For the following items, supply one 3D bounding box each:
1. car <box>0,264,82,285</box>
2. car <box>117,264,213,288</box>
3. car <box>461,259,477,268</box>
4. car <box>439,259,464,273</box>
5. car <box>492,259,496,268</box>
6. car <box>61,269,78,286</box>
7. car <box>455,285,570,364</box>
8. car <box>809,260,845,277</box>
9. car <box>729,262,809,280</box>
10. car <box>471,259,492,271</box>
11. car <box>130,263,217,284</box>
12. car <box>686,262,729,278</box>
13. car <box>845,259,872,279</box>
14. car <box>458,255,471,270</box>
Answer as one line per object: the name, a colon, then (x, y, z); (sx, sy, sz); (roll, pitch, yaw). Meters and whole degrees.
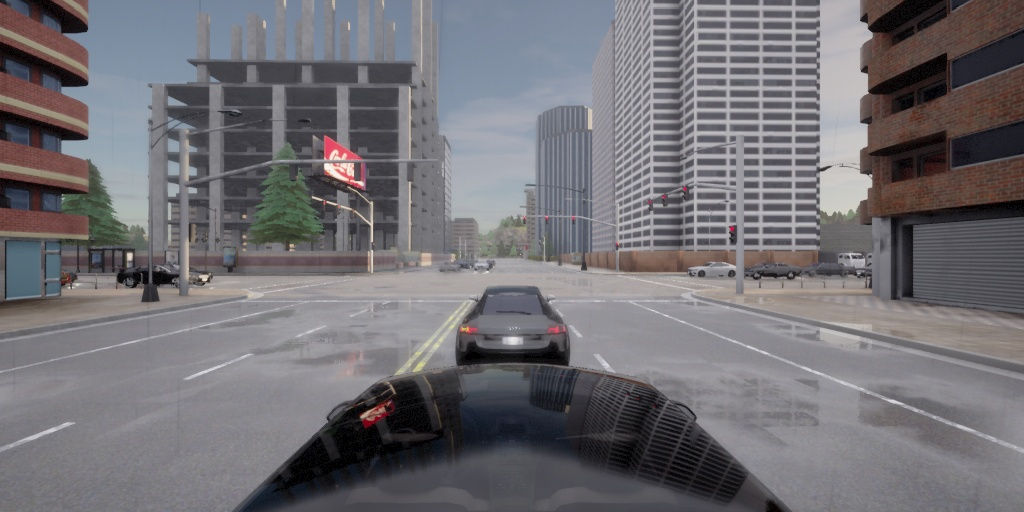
car: (-34.594, 1.314, 26.109); (4.181, 1.385, 1.994); (0, 0, -1)
car: (-22.011, 1.241, 22.787); (4.902, 1.511, 2.128); (0, 0, -1)
car: (-7.643, 1.241, 64.128); (2.128, 1.511, 4.902); (0, 0, 0)
car: (-7.629, 1.351, 44.083); (1.895, 1.301, 4.718); (0, 0, 3)
car: (-4.113, 1.351, 58.983); (1.895, 1.301, 4.718); (0, 0, -1)
car: (-31.113, 1.102, 22.657); (4.553, 1.767, 2.097); (0, 0, -1)
car: (0.011, 1.314, 7.691); (1.994, 1.385, 4.181); (0, 0, 0)
car: (29.671, 1.297, 34.247); (5.357, 1.411, 2.033); (0, 0, -1)
car: (21.853, 1.241, 30.638); (4.902, 1.511, 2.128); (0, 0, -1)
car: (-4.011, 1.275, 47.823); (1.812, 1.442, 4.674); (0, 0, -1)
car: (-24.691, 1.276, 26.270); (4.674, 1.442, 1.812); (0, 0, -1)
car: (19.089, 1.276, 34.078); (4.674, 1.442, 1.812); (0, 0, -1)
car: (32.227, 1.241, 30.776); (4.902, 1.511, 2.128); (0, 0, -1)
car: (-7.579, 1.102, 53.881); (2.097, 1.767, 4.553); (0, 0, 0)
